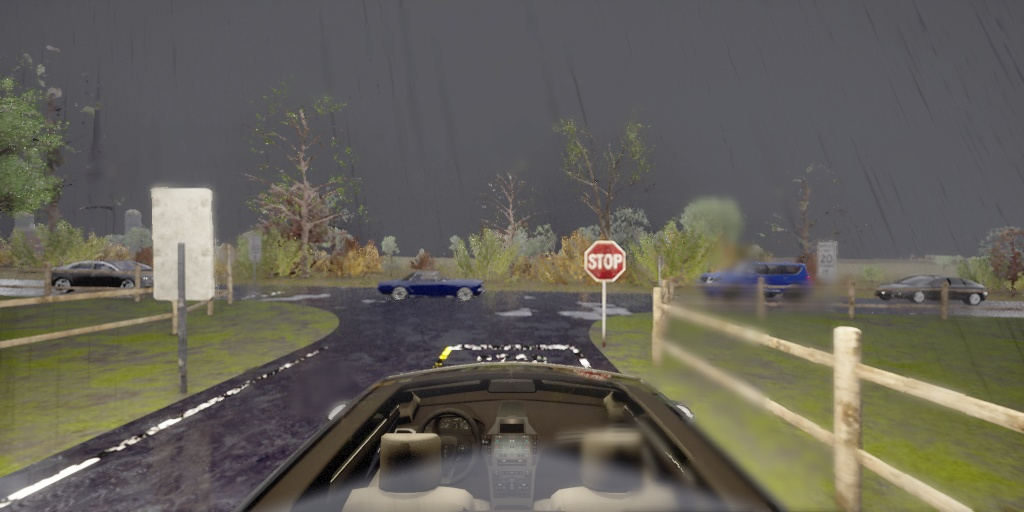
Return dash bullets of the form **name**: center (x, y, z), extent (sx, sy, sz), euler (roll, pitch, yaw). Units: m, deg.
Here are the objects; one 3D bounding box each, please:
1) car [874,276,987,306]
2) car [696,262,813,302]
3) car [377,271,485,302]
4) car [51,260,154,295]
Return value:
- **car**: center (22.863, 1.830, 19.680), extent (4.892, 1.490, 1.837), euler (1, 0, 0)
- **car**: center (13.244, 1.341, 19.688), extent (5.566, 2.045, 2.150), euler (1, 0, 0)
- **car**: center (-3.616, 1.374, 16.762), extent (4.718, 1.301, 1.895), euler (1, 0, 0)
- **car**: center (-18.492, 0.952, 16.777), extent (4.902, 1.511, 2.128), euler (1, 0, 0)
